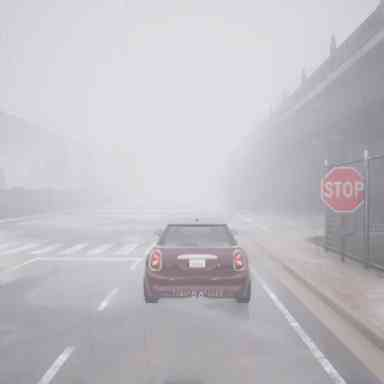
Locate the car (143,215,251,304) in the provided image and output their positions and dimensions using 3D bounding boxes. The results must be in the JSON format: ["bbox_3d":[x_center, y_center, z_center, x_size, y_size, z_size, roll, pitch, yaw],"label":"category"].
[{"bbox_3d":[0.102,1.355,8.319,2.097,1.767,4.553,0,0,0],"label":"car"}]
